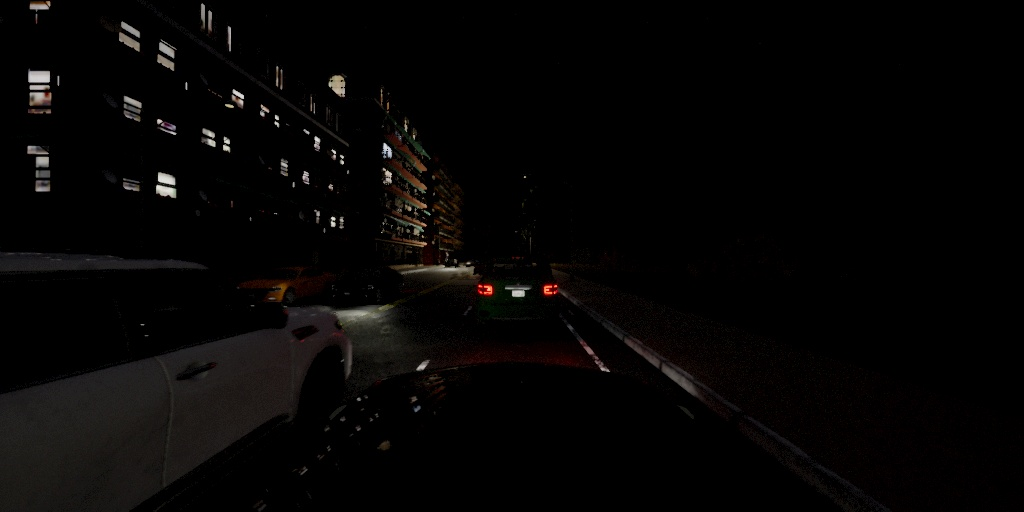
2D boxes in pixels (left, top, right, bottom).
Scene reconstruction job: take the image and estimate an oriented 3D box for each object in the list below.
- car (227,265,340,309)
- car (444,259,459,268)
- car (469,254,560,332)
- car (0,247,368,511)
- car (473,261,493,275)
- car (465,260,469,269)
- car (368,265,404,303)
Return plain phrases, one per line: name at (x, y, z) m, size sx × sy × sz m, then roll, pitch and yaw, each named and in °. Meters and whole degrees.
car at (-9.838, 1.230, 16.041) m, size 1.882 × 1.535 × 5.008 m, roll 0°, pitch 0°, yaw 0°
car at (-9.791, 1.244, 58.643) m, size 2.128 × 1.511 × 4.902 m, roll 0°, pitch 0°, yaw 0°
car at (0.111, 0.973, 11.076) m, size 2.150 × 2.045 × 5.566 m, roll 0°, pitch 0°, yaw -1°
car at (-3.151, 0.972, 2.294) m, size 2.150 × 2.045 × 5.566 m, roll 0°, pitch 0°, yaw 0°
car at (-3.122, 1.281, 39.359) m, size 1.812 × 1.442 × 4.674 m, roll 0°, pitch -1°, yaw 0°
car at (-6.542, 1.301, 58.949) m, size 2.033 × 1.411 × 5.357 m, roll 0°, pitch 0°, yaw 0°
car at (-6.588, 1.230, 16.845) m, size 1.882 × 1.535 × 5.008 m, roll 0°, pitch 0°, yaw 0°
